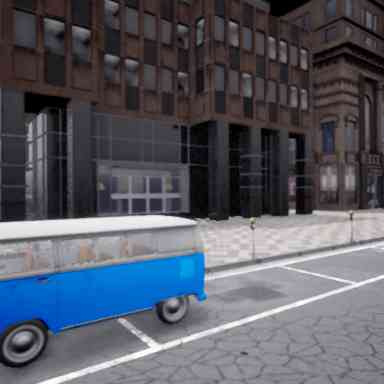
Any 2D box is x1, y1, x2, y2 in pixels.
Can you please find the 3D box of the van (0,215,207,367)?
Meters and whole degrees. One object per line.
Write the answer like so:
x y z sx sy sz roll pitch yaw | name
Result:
-1.644 1.330 5.470 3.998 1.788 1.690 0 0 -35 | van
